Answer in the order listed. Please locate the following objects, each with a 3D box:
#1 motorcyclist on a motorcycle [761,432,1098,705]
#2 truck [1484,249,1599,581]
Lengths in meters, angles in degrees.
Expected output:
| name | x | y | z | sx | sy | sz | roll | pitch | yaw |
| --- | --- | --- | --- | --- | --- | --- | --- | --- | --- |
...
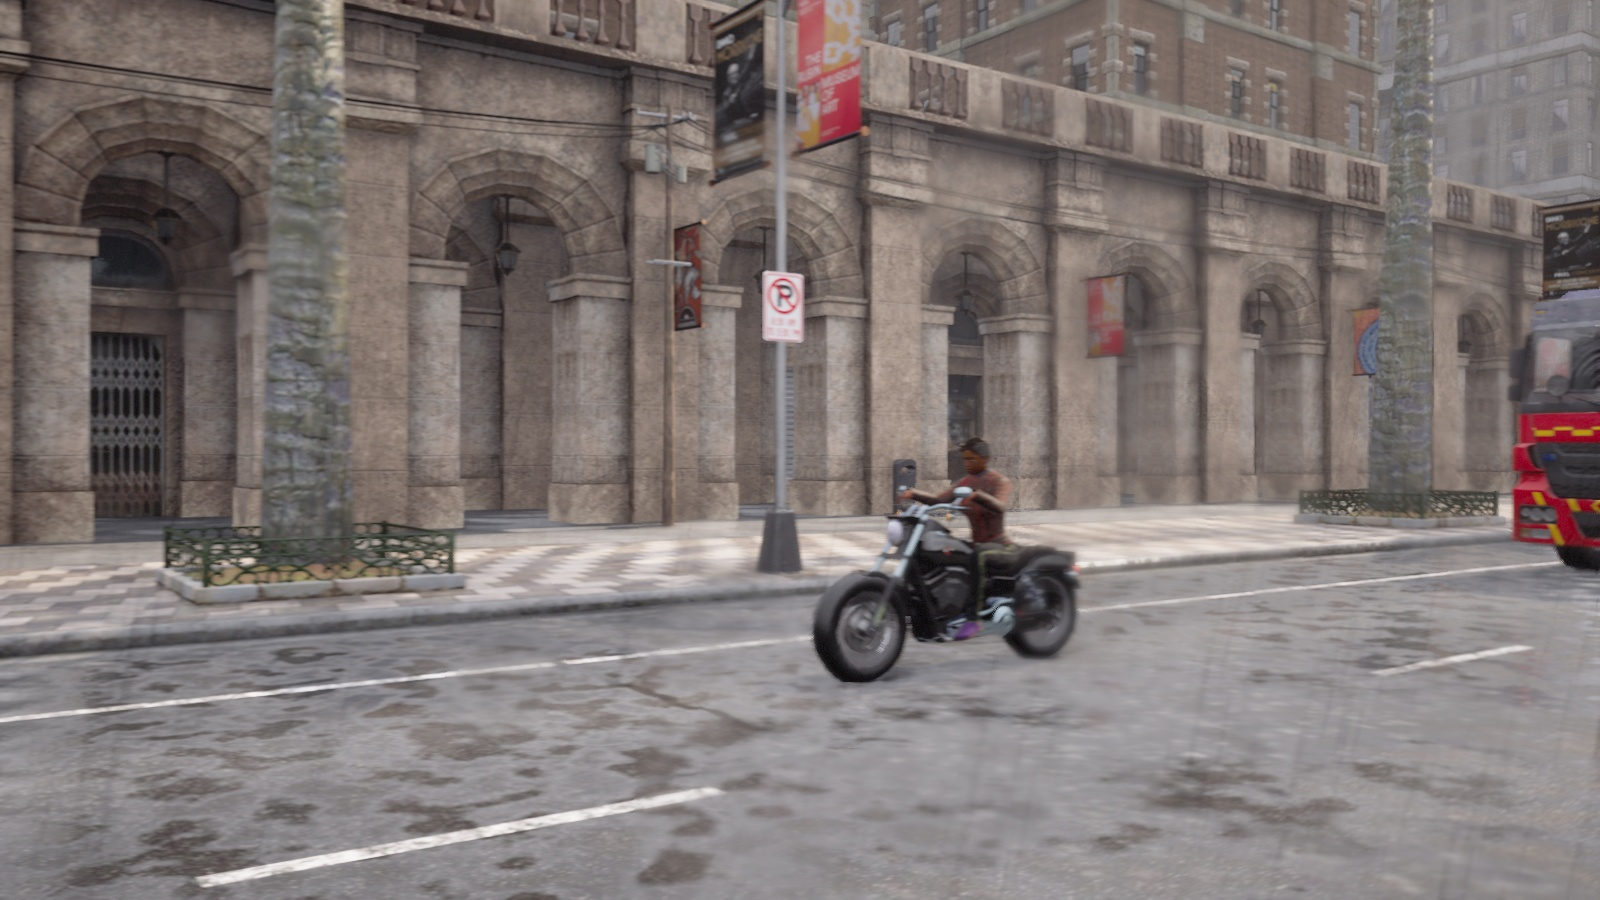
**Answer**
| name | x | y | z | sx | sy | sz | roll | pitch | yaw |
| --- | --- | --- | --- | --- | --- | --- | --- | --- | --- |
| motorcyclist on a motorcycle | 0.934 | 0.714 | 8.575 | 2.350 | 1.649 | 0.766 | 0 | 0 | -35 |
| truck | 12.803 | -0.408 | 16.761 | 8.468 | 3.827 | 2.891 | 0 | 0 | -34 |
